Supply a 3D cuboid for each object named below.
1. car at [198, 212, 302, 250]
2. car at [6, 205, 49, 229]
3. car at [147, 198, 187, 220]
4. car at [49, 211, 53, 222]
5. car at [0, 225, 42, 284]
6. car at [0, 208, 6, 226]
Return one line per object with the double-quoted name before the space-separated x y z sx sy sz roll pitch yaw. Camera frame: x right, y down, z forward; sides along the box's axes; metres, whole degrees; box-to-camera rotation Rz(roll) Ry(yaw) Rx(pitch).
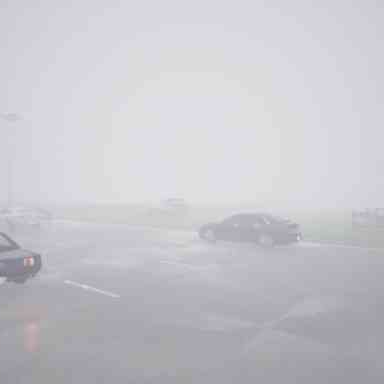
"car" 2.529 1.684 15.365 4.892 1.490 1.837 0 -1 38
"car" -11.733 1.703 21.992 4.674 1.442 1.812 0 -1 38
"car" -2.142 1.525 30.153 1.905 1.878 3.866 0 -1 38
"car" -13.479 1.794 27.777 4.181 1.385 1.994 0 -1 38
"car" -5.966 1.667 8.667 4.718 1.301 1.895 0 -1 38
"car" -12.160 1.658 17.895 4.674 1.442 1.812 0 -1 38
